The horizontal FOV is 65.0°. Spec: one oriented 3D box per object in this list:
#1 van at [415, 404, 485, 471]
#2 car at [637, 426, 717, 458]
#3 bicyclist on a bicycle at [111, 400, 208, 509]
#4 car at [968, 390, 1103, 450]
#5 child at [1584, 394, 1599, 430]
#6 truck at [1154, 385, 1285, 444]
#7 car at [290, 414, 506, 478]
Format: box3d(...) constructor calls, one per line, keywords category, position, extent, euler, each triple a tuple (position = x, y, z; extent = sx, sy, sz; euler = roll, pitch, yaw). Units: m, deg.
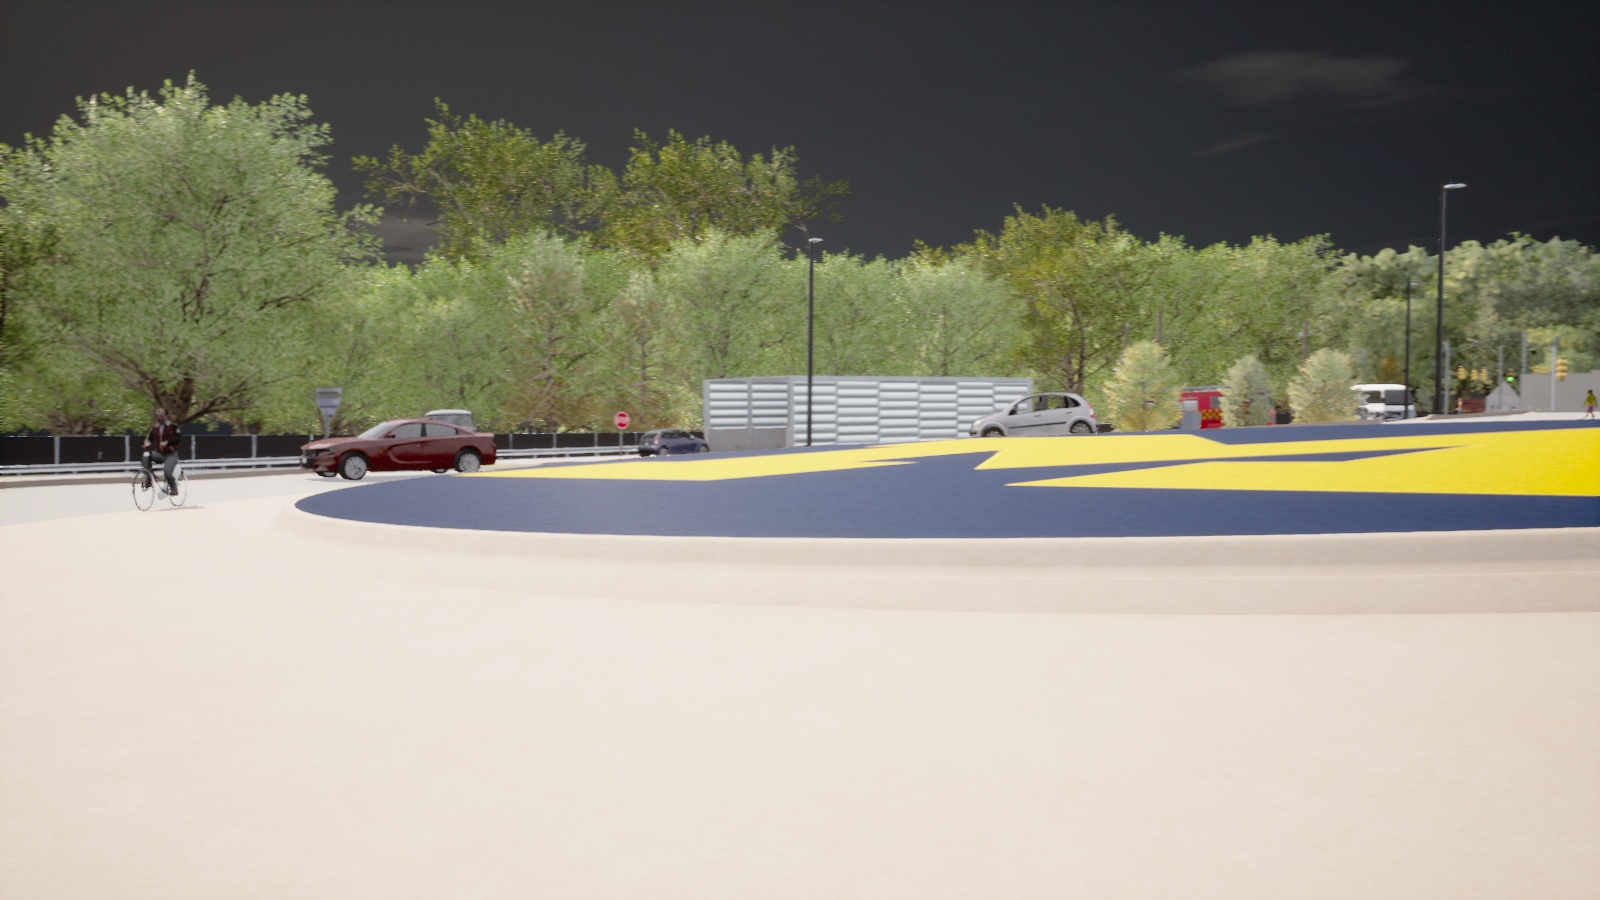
box3d(category="van", position=(-11.836, -0.375, 42.265), extent=(1.775, 1.987, 4.442), euler=(-2, -1, -21))
box3d(category="car", position=(-6.694, -0.468, 68.561), extent=(3.988, 1.617, 1.851), euler=(-2, 3, -43))
box3d(category="bicyclist on a bicycle", position=(-11.027, 0.069, 21.677), extent=(0.659, 1.776, 1.843), euler=(-2, 1, 0))
box3d(category="car", position=(7.340, -0.930, 39.460), extent=(3.988, 1.617, 1.851), euler=(-3, 1, 7))
box3d(category="child", position=(25.596, -1.225, 40.471), extent=(0.299, 1.160, 0.473), euler=(1, 1, -17))
box3d(category="truck", position=(29.865, -2.454, 89.585), extent=(8.468, 3.827, 2.891), euler=(-1, -1, 27))
box3d(category="car", position=(-10.375, -0.155, 32.677), extent=(5.008, 1.535, 1.882), euler=(-1, 2, -42))
